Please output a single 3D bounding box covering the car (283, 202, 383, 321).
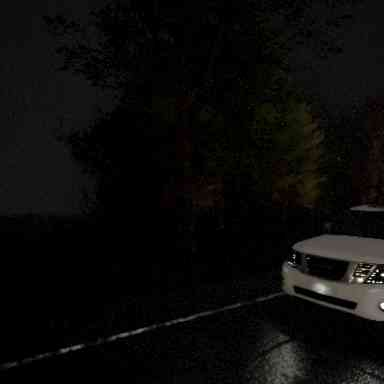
[{"bbox_3d":[4.389,1.262,7.119,5.566,2.045,2.150,0,0,-35],"label":"car"}]
